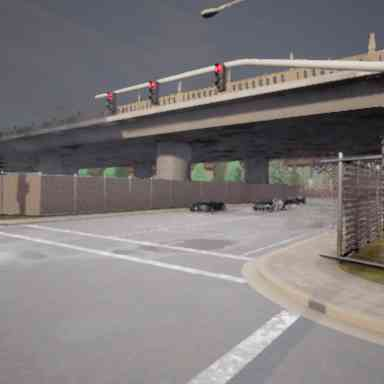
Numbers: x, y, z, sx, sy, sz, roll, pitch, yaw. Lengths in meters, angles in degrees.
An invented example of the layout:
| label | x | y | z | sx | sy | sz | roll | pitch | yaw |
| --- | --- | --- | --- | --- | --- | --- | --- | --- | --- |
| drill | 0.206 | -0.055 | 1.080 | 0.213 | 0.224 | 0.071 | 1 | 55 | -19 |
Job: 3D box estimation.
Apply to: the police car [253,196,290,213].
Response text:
| label | x | y | z | sx | sy | sz | roll | pitch | yaw |
| --- | --- | --- | --- | --- | --- | --- | --- | --- | --- |
| police car | 8.005 | 1.265 | 34.472 | 2.038 | 1.542 | 4.974 | 1 | 1 | 37 |

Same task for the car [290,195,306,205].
| label | x | y | z | sx | sy | sz | roll | pitch | yaw |
| --- | --- | --- | --- | --- | --- | --- | --- | --- | --- |
| car | 15.833 | 1.202 | 50.771 | 2.033 | 1.411 | 5.357 | 1 | 1 | 37 |

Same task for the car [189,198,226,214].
| label | x | y | z | sx | sy | sz | roll | pitch | yaw |
| --- | --- | --- | --- | --- | --- | --- | --- | --- | --- |
| car | 1.567 | 1.300 | 31.880 | 1.994 | 1.385 | 4.181 | 1 | 1 | 37 |
